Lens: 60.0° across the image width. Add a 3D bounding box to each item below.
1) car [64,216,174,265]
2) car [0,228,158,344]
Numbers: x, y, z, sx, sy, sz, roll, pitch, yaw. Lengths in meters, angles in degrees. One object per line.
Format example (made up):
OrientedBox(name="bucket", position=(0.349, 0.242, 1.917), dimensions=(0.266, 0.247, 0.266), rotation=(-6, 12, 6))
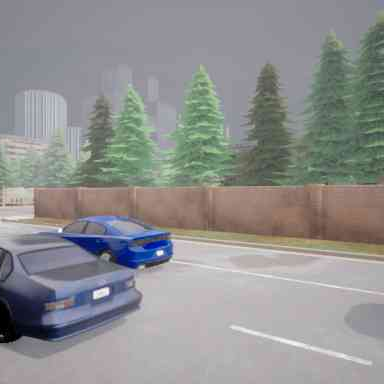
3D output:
OrientedBox(name="car", position=(-2.872, 1.479, 10.334), dimensions=(5.008, 1.535, 1.882), rotation=(0, 0, 35))
OrientedBox(name="car", position=(-3.394, 1.548, 6.401), dimensions=(5.357, 1.411, 2.033), rotation=(0, 0, 35))
